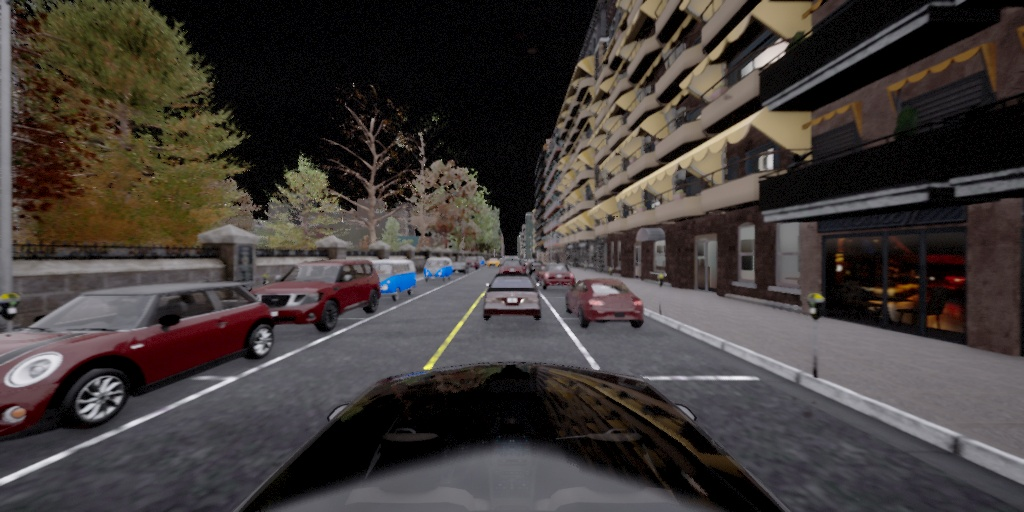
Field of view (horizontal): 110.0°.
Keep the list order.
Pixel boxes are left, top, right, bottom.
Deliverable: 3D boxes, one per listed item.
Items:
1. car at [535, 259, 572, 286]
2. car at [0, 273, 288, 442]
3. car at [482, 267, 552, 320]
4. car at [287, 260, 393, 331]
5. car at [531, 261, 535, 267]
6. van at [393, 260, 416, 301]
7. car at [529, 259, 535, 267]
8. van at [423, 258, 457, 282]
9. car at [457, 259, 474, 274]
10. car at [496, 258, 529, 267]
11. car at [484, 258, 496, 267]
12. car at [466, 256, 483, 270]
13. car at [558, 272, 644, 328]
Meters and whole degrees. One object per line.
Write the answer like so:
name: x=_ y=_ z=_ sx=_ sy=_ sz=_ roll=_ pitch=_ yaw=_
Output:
car: x=2.694 y=1.154 z=22.293 sx=1.967 sy=1.591 sz=4.097 roll=0 pitch=0 yaw=0
car: x=-5.688 y=1.183 z=5.403 sx=1.967 sy=1.591 sz=4.097 roll=0 pitch=0 yaw=0
car: x=0.022 y=1.279 z=12.521 sx=2.033 sy=1.411 sz=5.357 roll=0 pitch=0 yaw=0
car: x=-5.688 y=1.048 z=11.033 sx=2.192 sy=1.841 sz=5.009 roll=0 pitch=0 yaw=0
car: x=2.695 y=1.287 z=27.924 sx=1.802 sy=1.307 sz=4.207 roll=0 pitch=0 yaw=0
van: x=-5.687 y=1.065 z=16.664 sx=1.690 sy=1.789 sz=3.998 roll=0 pitch=0 yaw=0
car: x=2.696 y=1.252 z=39.185 sx=1.948 sy=1.339 sz=4.313 roll=0 pitch=0 yaw=0
van: x=-5.686 y=1.045 z=27.925 sx=1.690 sy=1.789 sz=3.998 roll=0 pitch=0 yaw=0
car: x=-5.684 y=1.252 z=39.186 sx=1.948 sy=1.339 sz=4.313 roll=0 pitch=0 yaw=0
car: x=0.048 y=1.053 z=29.617 sx=2.097 sy=1.767 sz=4.553 roll=0 pitch=0 yaw=1
car: x=-3.053 y=1.141 z=59.157 sx=1.882 sy=1.535 sz=5.008 roll=0 pitch=0 yaw=0
car: x=-5.682 y=0.986 z=50.445 sx=2.192 sy=1.841 sz=5.009 roll=0 pitch=0 yaw=0
car: x=2.693 y=1.316 z=11.032 sx=1.802 sy=1.307 sz=4.207 roll=0 pitch=0 yaw=0
